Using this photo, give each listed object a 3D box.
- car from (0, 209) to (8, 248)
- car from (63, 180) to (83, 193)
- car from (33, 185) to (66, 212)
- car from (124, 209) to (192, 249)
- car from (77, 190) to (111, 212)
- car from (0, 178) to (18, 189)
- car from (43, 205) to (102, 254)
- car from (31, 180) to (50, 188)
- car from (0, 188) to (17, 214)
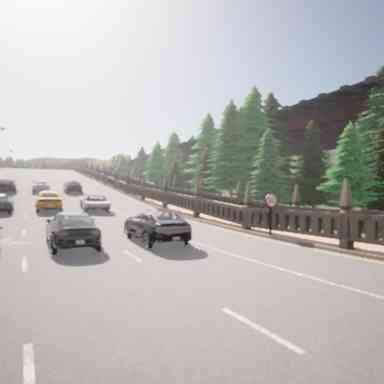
[{"bbox_3d":[-7.495,1.573,11.053,2.033,1.411,5.357,0,1,-27],"label":"car"},{"bbox_3d":[-14.496,-0.722,40.483,1.837,1.490,4.892,0,7,-27],"label":"car"},{"bbox_3d":[-11.774,0.638,27.335,1.882,1.535,5.008,0,5,-26],"label":"car"},{"bbox_3d":[-1.676,1.537,15.075,2.128,1.511,4.902,0,1,-26],"label":"car"},{"bbox_3d":[-8.246,0.861,28.081,1.895,1.301,4.718,0,5,-26],"label":"car"},{"bbox_3d":[-20.818,-0.807,37.478,1.882,1.535,5.008,0,7,-27],"label":"car"},{"bbox_3d":[-4.967,1.544,13.837,1.812,1.442,4.674,0,1,-26],"label":"car"},{"bbox_3d":[-17.670,-0.735,39.006,1.812,1.442,4.674,0,7,-27],"label":"car"},{"bbox_3d":[-14.577,0.774,25.097,1.994,1.385,4.181,0,5,-26],"label":"car"}]
